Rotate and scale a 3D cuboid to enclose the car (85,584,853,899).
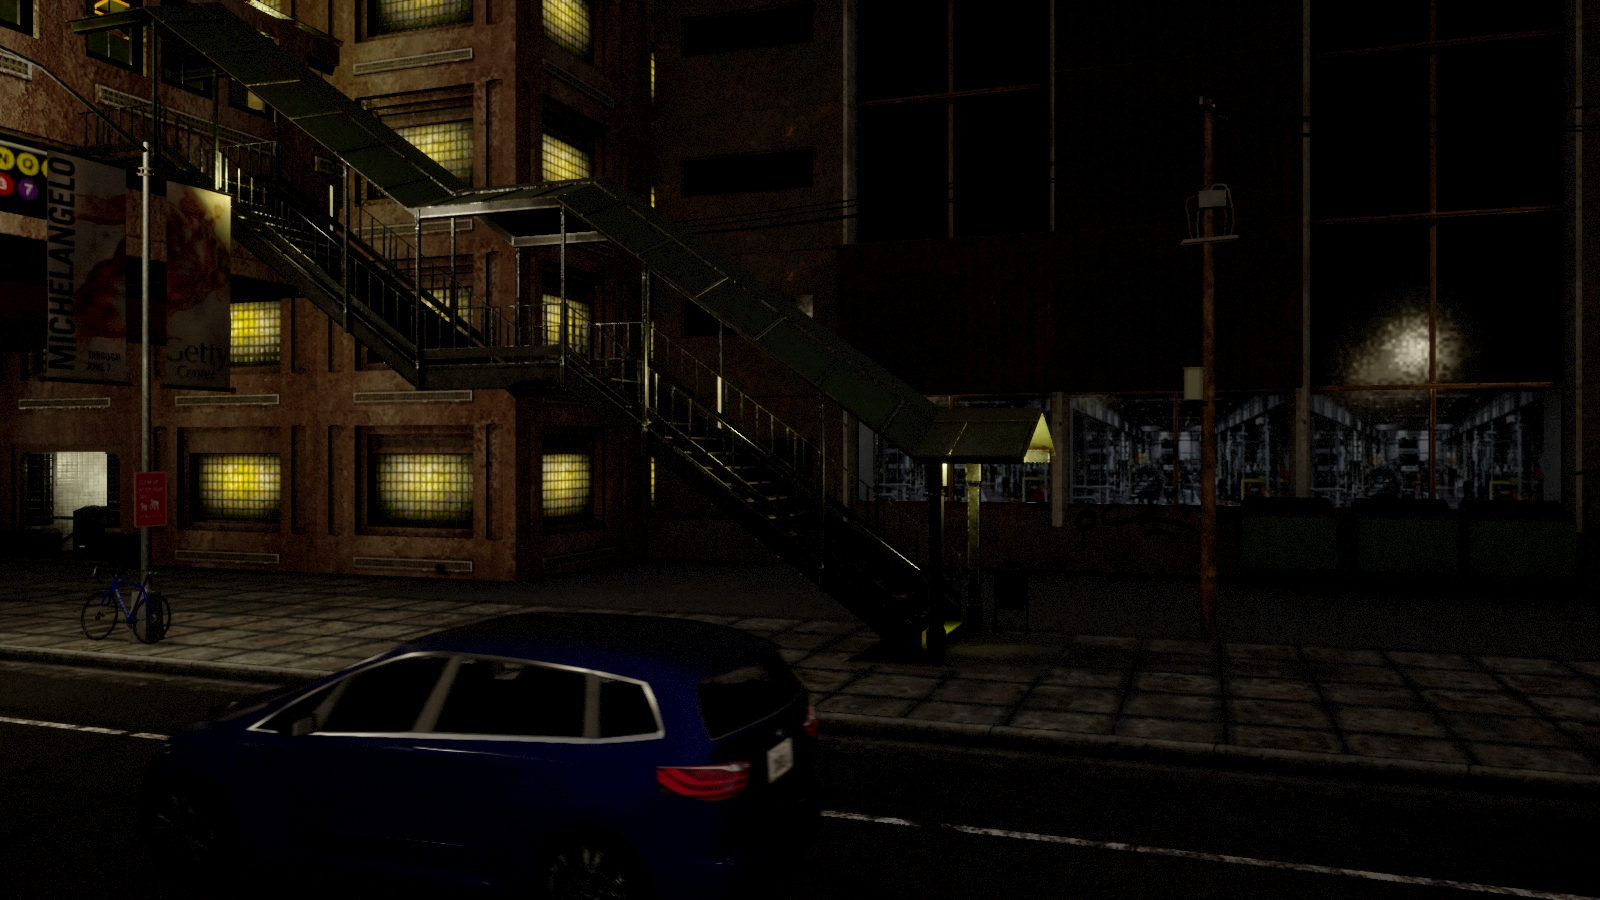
[{"bbox_3d":[-2.173,1.967,7.817,4.611,1.667,2.242,0,0,20],"label":"car"}]
